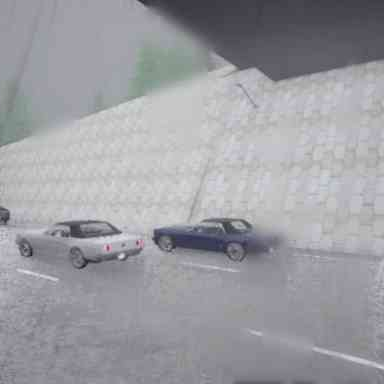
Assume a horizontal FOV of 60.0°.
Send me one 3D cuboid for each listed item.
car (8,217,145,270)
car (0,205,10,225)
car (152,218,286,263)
[{"bbox_3d":[-3.877,1.595,11.062,4.718,1.301,1.895,0,0,36],"label":"car"},{"bbox_3d":[-14.391,1.476,22.865,4.902,1.511,2.128,0,0,36],"label":"car"},{"bbox_3d":[0.790,1.597,12.030,4.718,1.301,1.895,0,0,36],"label":"car"}]
